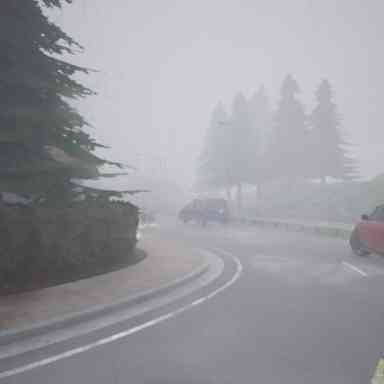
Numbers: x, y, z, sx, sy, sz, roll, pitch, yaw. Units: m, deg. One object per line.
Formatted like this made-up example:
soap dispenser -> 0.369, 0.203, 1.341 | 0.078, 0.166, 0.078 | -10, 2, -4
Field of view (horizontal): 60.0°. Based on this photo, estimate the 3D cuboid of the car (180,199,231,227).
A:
car -> 0.967, 1.557, 26.496 | 2.150, 2.045, 5.566 | 0, -1, -26

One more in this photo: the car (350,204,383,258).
car -> 6.816, 1.316, 10.355 | 2.150, 2.045, 5.566 | 0, 0, 11

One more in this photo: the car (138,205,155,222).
car -> -4.810, 1.921, 29.941 | 1.837, 1.490, 4.892 | 0, -1, -26
